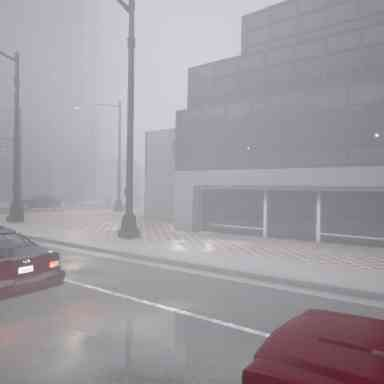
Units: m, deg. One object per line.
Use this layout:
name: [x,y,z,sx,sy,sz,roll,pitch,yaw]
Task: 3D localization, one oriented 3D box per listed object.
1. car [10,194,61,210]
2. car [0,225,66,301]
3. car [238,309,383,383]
car: [-16.042,1.012,34.357,1.882,1.535,5.008,1,1,36]
car: [-5.150,1.461,7.669,5.357,1.411,2.033,1,0,35]
car: [2.651,1.602,2.103,4.718,1.301,1.895,0,0,35]
